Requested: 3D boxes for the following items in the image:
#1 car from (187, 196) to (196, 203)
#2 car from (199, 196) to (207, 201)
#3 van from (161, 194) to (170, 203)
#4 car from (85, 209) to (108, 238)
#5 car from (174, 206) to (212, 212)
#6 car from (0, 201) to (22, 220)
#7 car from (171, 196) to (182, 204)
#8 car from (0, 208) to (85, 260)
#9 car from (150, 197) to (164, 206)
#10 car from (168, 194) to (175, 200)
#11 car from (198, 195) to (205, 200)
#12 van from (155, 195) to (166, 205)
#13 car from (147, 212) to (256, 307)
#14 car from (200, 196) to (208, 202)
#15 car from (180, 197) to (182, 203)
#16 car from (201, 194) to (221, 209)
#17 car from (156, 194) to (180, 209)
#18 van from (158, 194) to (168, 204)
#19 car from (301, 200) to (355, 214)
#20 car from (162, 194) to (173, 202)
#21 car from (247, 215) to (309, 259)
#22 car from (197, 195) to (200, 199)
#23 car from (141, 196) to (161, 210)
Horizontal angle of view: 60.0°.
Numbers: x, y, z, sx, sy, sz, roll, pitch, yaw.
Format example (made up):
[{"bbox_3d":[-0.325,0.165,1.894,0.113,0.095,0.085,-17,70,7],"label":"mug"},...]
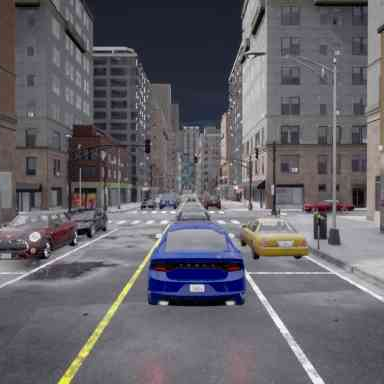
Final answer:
[{"bbox_3d":[-0.110,1.579,74.002,2.128,1.511,4.902,0,0,0],"label":"car"},{"bbox_3d":[2.734,1.634,83.673,1.947,1.339,4.313,-1,0,0],"label":"car"},{"bbox_3d":[-5.787,1.402,72.490,1.690,1.788,3.998,-1,0,0],"label":"van"},{"bbox_3d":[-5.703,1.571,17.687,1.947,1.339,4.313,-1,0,0],"label":"car"},{"bbox_3d":[0.074,1.606,17.472,1.895,1.301,4.718,0,0,0],"label":"car"},{"bbox_3d":[-18.071,1.664,29.470,5.008,1.535,1.882,-1,1,-1],"label":"car"},{"bbox_3d":[-3.103,1.606,69.251,2.033,1.411,5.357,0,0,0],"label":"car"},{"bbox_3d":[-5.696,1.442,12.190,1.967,1.590,4.097,-1,0,0],"label":"car"},{"bbox_3d":[-5.760,1.573,55.562,1.752,1.417,4.829,-1,0,0],"label":"car"},{"bbox_3d":[-5.818,1.513,94.832,1.967,1.590,4.097,-1,0,0],"label":"car"},{"bbox_3d":[2.721,1.624,94.845,2.008,1.369,4.403,-1,0,0],"label":"car"},{"bbox_3d":[-5.770,1.394,61.318,1.690,1.788,3.998,-1,0,0],"label":"van"},{"bbox_3d":[0.085,1.478,8.109,1.882,1.535,5.008,0,0,0],"label":"car"},{"bbox_3d":[2.740,1.590,78.258,1.752,1.417,4.829,-1,0,0],"label":"car"},{"bbox_3d":[-3.171,1.400,55.384,2.097,1.767,4.553,0,0,0],"label":"car"},{"bbox_3d":[2.780,1.351,44.572,2.192,1.841,5.009,-1,0,0],"label":"car"},{"bbox_3d":[-3.163,1.258,45.417,2.150,2.045,5.566,0,0,0],"label":"car"},{"bbox_3d":[-5.779,1.398,66.904,1.690,1.788,3.998,-1,0,0],"label":"van"},{"bbox_3d":[13.311,1.458,32.830,4.718,1.301,1.895,-1,1,-1],"label":"car"},{"bbox_3d":[-5.795,1.380,78.076,2.192,1.841,5.009,-1,0,0],"label":"car"},{"bbox_3d":[2.830,1.527,12.374,1.752,1.417,4.829,-1,0,0],"label":"car"},{"bbox_3d":[2.752,1.372,66.916,2.192,1.841,5.009,-1,0,0],"label":"car"},{"bbox_3d":[-5.743,1.601,44.560,1.947,1.339,4.313,-1,0,0],"label":"car"}]
